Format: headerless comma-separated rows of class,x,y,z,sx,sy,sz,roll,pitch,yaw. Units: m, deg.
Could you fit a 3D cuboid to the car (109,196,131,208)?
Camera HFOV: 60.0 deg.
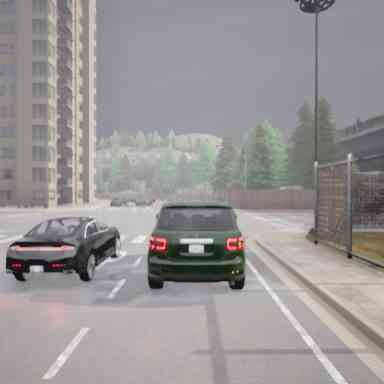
car,-10.496,1.422,47.876,1.837,1.490,4.892,0,0,0

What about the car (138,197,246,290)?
car,0.122,1.205,9.213,2.150,2.045,5.566,0,0,1

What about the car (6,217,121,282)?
car,-3.395,1.475,9.722,2.128,1.511,4.902,0,0,0

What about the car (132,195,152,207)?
car,-7.024,1.268,48.906,2.097,1.767,4.553,0,0,0

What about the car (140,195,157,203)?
car,-8.861,1.432,66.947,2.033,1.411,5.357,0,0,-24
